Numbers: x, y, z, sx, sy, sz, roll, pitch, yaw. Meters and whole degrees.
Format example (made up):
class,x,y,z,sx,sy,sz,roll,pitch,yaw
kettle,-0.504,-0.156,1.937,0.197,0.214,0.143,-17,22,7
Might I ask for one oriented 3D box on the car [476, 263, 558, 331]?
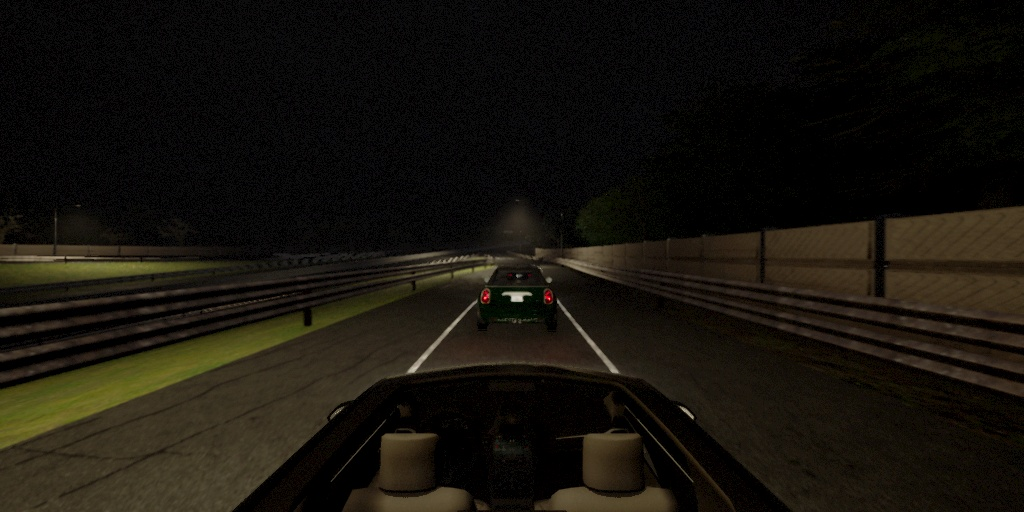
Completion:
class,x,y,z,sx,sy,sz,roll,pitch,yaw
car,0.184,1.060,11.013,2.097,1.767,4.553,0,0,2
